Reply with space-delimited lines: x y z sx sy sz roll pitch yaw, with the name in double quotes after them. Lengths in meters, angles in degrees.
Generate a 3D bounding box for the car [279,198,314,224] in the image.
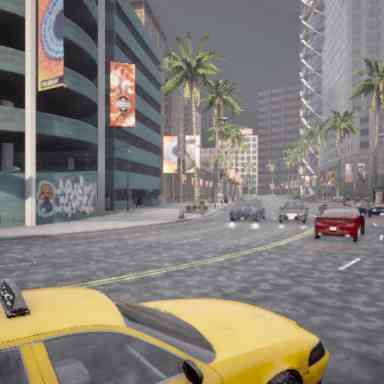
7.659 1.477 24.824 2.128 1.511 4.902 0 0 22 "car"

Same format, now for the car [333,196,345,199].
24.054 1.449 54.816 2.231 1.521 4.892 0 0 10 "car"

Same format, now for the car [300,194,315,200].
29.243 1.301 83.729 2.185 1.767 4.553 0 0 10 "car"

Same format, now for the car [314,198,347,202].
13.147 1.546 31.263 1.994 1.385 4.181 0 0 11 "car"

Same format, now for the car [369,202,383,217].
16.550 1.585 30.425 1.895 1.301 4.718 0 0 11 "car"

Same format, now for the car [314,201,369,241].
7.593 1.468 16.912 1.882 1.535 5.008 0 0 32 "car"

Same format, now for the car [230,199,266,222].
4.478 1.330 26.271 2.097 1.767 4.553 0 0 21 "car"

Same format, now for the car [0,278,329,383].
-1.047 1.453 2.561 5.366 1.575 1.801 0 0 -36 "car"

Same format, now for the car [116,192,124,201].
-11.626 0.978 53.577 2.435 2.045 5.566 0 0 10 "car"
